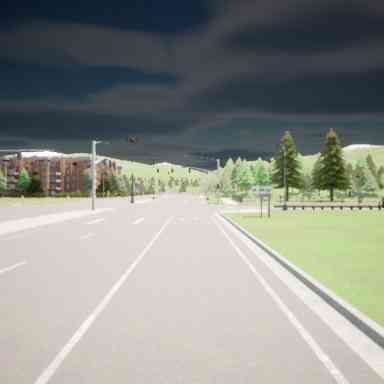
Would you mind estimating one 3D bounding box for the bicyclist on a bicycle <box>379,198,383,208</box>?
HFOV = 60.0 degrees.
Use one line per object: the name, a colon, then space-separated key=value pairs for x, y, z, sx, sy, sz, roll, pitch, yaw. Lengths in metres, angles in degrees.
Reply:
bicyclist on a bicycle: x=21.509 y=1.135 z=37.179 sx=0.582 sy=1.620 sz=1.656 roll=0 pitch=30 yaw=-4
